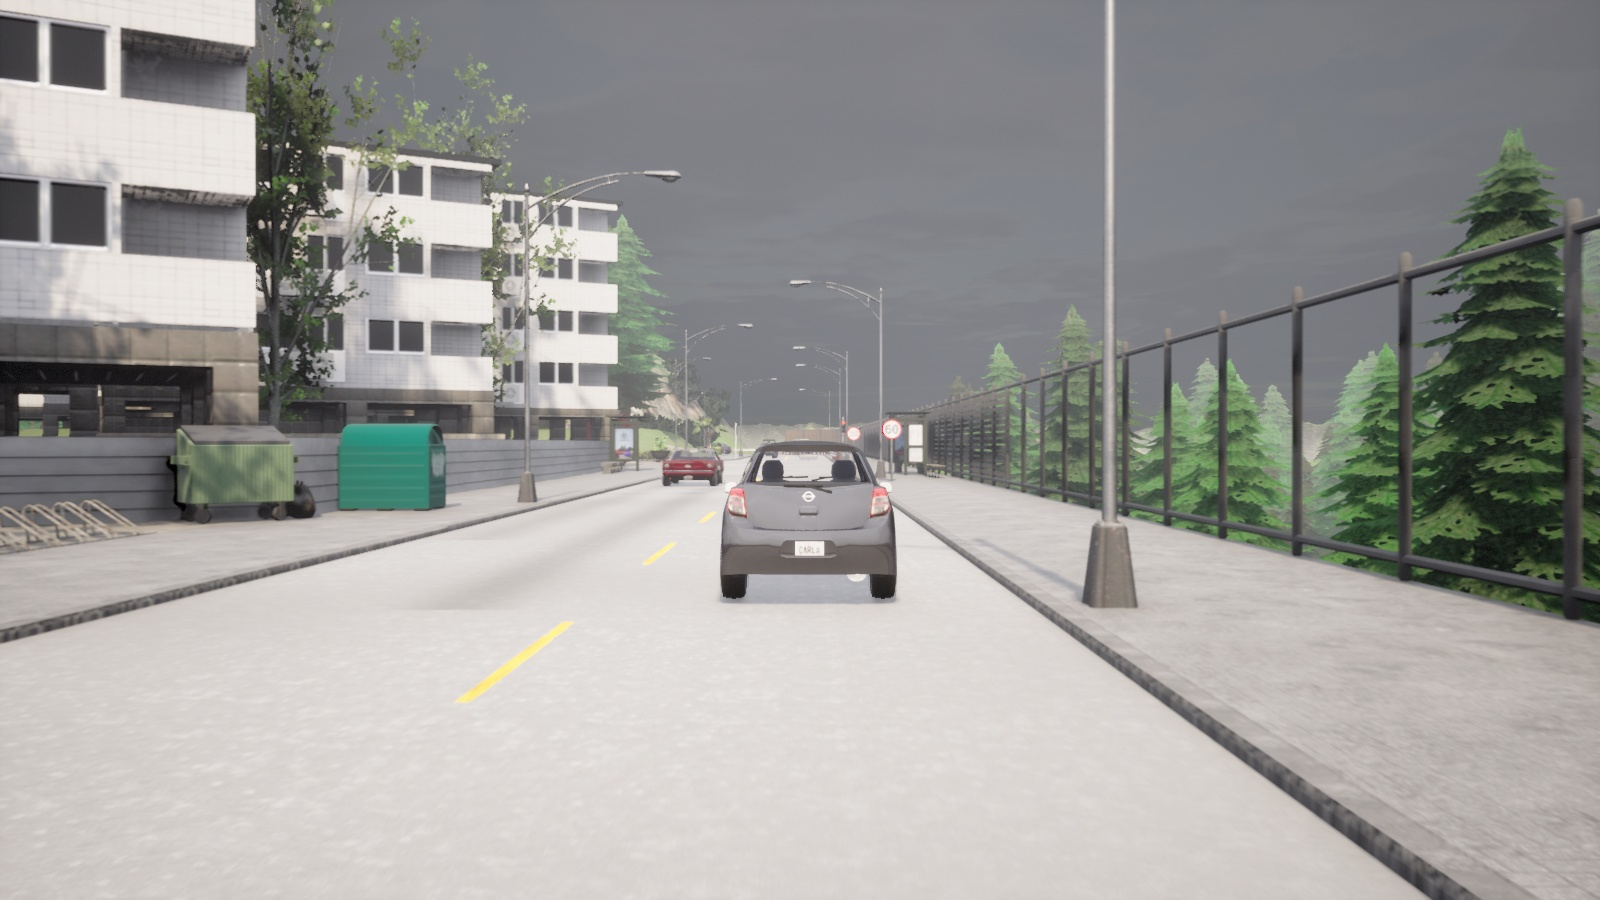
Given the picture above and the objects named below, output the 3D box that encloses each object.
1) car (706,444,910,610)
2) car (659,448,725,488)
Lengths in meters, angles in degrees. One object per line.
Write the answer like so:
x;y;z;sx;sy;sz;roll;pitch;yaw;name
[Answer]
0.086;0.686;13.191;1.845;1.501;3.633;0;0;0;car
-3.748;0.595;44.177;1.895;1.301;4.718;0;0;0;car
